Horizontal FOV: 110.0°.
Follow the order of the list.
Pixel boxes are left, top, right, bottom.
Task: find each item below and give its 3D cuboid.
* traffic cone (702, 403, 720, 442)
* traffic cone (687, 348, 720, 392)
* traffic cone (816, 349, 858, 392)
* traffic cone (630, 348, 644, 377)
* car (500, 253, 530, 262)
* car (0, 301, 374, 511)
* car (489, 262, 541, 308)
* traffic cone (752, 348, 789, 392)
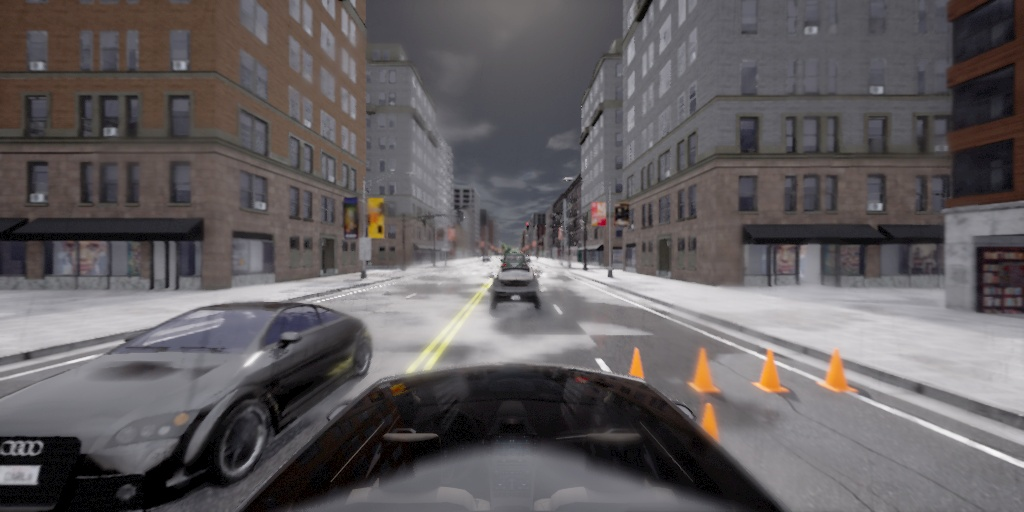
[{"bbox_3d":[1.869,1.697,3.397,0.340,0.580,0.340,0,0,0],"label":"traffic cone"},{"bbox_3d":[2.875,1.685,5.393,0.340,0.580,0.340,0,0,0],"label":"traffic cone"},{"bbox_3d":[4.875,1.688,5.387,0.340,0.580,0.340,0,0,0],"label":"traffic cone"},{"bbox_3d":[1.875,1.684,5.397,0.340,0.580,0.340,0,0,0],"label":"traffic cone"},{"bbox_3d":[0.186,0.794,29.375,2.150,2.045,5.566,0,0,0],"label":"car"},{"bbox_3d":[-3.347,1.291,4.428,1.994,1.385,4.181,0,0,0],"label":"car"},{"bbox_3d":[0.140,1.171,14.573,1.837,1.490,4.892,0,0,0],"label":"car"},{"bbox_3d":[3.875,1.687,5.390,0.340,0.580,0.340,0,0,0],"label":"traffic cone"}]
